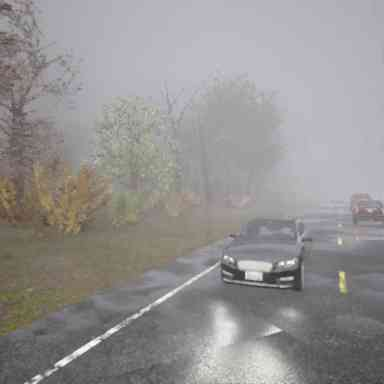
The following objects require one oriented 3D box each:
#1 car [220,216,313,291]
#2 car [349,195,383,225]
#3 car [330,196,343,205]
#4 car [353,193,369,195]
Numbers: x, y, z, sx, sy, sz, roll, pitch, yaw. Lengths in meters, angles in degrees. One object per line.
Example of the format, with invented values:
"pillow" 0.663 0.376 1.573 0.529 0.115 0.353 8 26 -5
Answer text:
"car" 2.251 1.473 9.169 2.128 1.511 4.902 0 0 23
"car" 12.611 1.276 23.745 2.097 1.767 4.553 0 0 25
"car" 24.995 1.456 57.556 1.812 1.442 4.674 0 0 27
"car" 19.172 1.132 37.771 2.150 2.045 5.566 0 0 26
